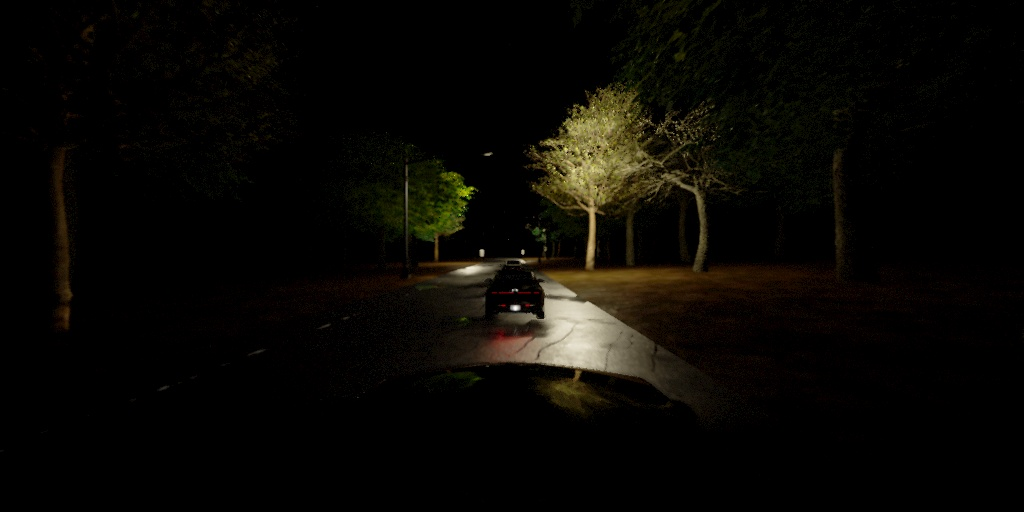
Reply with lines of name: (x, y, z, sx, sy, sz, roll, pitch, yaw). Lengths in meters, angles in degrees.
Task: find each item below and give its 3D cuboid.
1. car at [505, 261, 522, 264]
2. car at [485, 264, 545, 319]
car: (0.101, 1.128, 30.715, 1.837, 1.490, 4.892, 0, 0, 0)
car: (0.100, 1.223, 12.687, 1.837, 1.490, 4.892, 0, 0, 0)
